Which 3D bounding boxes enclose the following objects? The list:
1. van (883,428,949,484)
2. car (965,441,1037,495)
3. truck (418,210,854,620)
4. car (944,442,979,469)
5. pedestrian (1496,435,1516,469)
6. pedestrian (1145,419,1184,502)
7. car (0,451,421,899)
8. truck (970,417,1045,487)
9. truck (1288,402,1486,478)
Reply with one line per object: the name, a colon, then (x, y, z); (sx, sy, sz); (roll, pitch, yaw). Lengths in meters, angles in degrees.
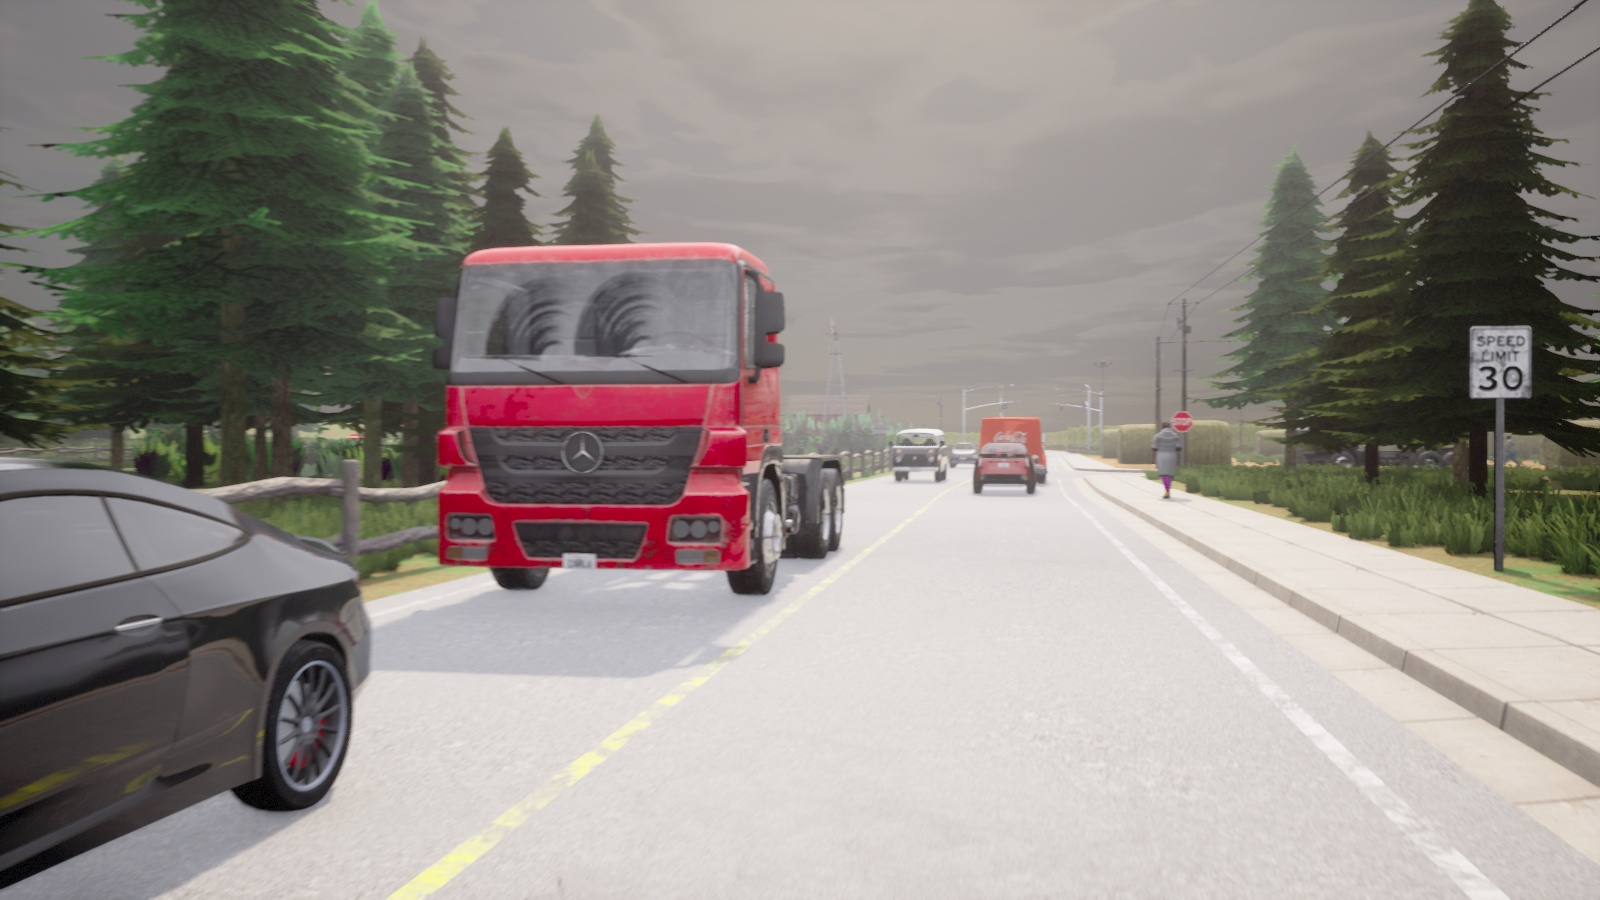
van: (4.533, 0.197, 48.407); (2.069, 2.038, 4.480); (0, 0, 11)
car: (6.093, 0.484, 37.915); (2.007, 1.525, 4.514); (0, 0, 10)
truck: (-1.294, -0.322, 14.752); (2.891, 3.462, 7.936); (0, 0, 9)
car: (9.610, 0.316, 74.486); (1.789, 1.549, 3.705); (0, 0, 11)
pedestrian: (38.198, 0.101, 67.957); (0.900, 1.855, 0.874); (0, 0, 34)
pedestrian: (8.730, 0.242, 30.107); (0.659, 1.952, 0.873); (0, 0, -1)
car: (-3.080, 0.743, 3.888); (1.812, 1.442, 4.674); (0, 0, 9)
truck: (7.881, 0.012, 47.264); (2.627, 2.467, 5.204); (0, 1, 11)
truck: (27.365, -0.483, 58.877); (7.936, 3.462, 2.891); (0, 0, 8)
